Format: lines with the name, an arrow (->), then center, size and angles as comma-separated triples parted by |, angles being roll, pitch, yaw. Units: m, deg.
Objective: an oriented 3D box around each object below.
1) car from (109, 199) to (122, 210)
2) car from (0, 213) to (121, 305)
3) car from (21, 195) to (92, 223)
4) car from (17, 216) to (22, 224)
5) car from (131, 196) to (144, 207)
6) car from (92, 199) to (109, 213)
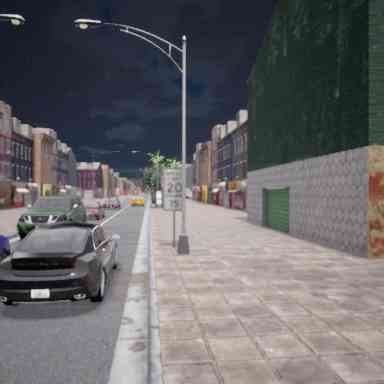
car -> -10.134, 1.536, 42.650 | 1.994, 1.385, 4.181 | 0, 0, -7
car -> -2.906, 1.488, 8.089 | 1.837, 1.490, 4.892 | 0, 0, -7
car -> -6.935, 1.184, 17.135 | 2.150, 2.045, 5.566 | 0, 0, -7
car -> -5.693, 1.499, 7.391 | 1.812, 1.442, 4.674 | 0, 0, -7
car -> -8.438, 1.431, 51.770 | 1.882, 1.535, 5.008 | 0, 0, -8
car -> -8.221, 1.478, 27.069 | 1.812, 1.442, 4.674 | 0, 0, -7
